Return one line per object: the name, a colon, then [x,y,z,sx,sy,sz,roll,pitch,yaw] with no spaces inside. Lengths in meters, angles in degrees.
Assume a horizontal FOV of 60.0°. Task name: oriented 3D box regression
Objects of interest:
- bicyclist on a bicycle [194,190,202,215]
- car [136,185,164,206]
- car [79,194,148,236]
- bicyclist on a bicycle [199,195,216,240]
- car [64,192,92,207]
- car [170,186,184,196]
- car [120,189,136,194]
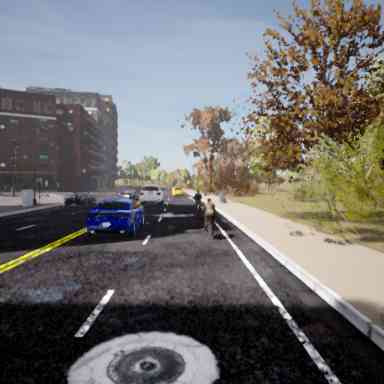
bicyclist on a bicycle: [0.425,0.722,23.479,0.659,1.776,1.843,0,2,-2]
car: [-4.093,0.278,34.223,2.150,2.045,5.566,0,2,-3]
car: [-3.378,1.053,15.397,1.882,1.535,5.008,0,2,-1]
bicyclist on a bicycle: [0.713,1.077,13.560,0.582,1.620,1.656,0,1,-1]
car: [-10.668,0.725,31.913,1.895,1.301,4.718,0,2,-3]
car: [-2.468,-0.125,57.827,1.882,1.535,5.008,0,1,-5]
car: [-7.914,0.337,41.938,2.128,1.511,4.902,0,1,-3]
